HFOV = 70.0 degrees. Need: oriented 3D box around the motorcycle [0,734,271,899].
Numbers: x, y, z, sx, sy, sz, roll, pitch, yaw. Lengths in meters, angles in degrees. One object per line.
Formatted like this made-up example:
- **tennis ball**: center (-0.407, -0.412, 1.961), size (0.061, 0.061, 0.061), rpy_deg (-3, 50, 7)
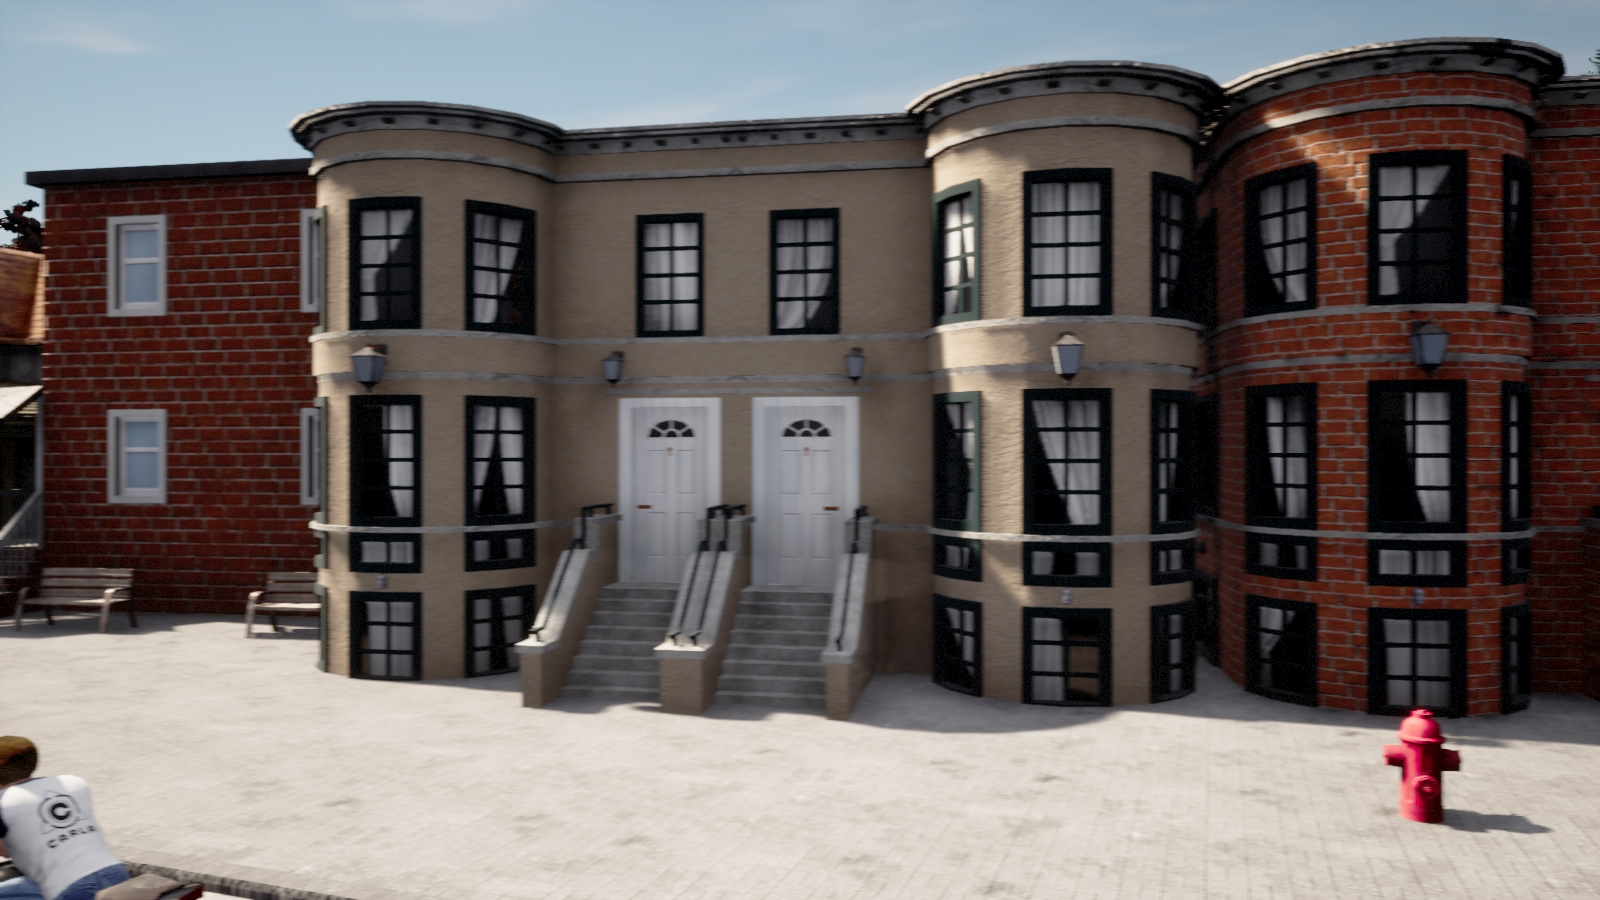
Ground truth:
- **motorcycle**: center (-3.464, 1.993, 5.093), size (2.033, 1.145, 0.803), rpy_deg (0, 0, 20)
